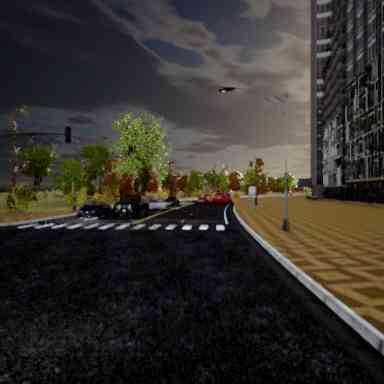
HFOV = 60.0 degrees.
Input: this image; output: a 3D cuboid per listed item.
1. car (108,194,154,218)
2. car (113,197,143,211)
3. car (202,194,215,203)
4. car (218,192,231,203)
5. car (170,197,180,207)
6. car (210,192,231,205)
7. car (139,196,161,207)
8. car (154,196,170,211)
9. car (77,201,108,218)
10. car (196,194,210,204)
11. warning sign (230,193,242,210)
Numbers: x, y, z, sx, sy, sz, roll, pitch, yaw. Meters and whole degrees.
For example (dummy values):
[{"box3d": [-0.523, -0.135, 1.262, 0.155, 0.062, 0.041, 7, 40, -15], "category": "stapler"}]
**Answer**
[{"box3d": [-5.262, 1.160, 29.659, 2.150, 2.045, 5.566, 0, 0, 5], "category": "car"}, {"box3d": [-7.535, 1.409, 39.779, 2.128, 1.511, 4.902, 0, 0, 7], "category": "car"}, {"box3d": [3.530, 1.241, 68.973, 2.097, 1.767, 4.553, 0, 0, 12], "category": "car"}, {"box3d": [6.839, 1.116, 68.961, 2.150, 2.045, 5.566, 0, 0, 12], "category": "car"}, {"box3d": [-2.991, 1.433, 49.778, 1.812, 1.442, 4.674, 0, 0, 8], "category": "car"}, {"box3d": [5.082, 1.126, 58.594, 2.150, 2.045, 5.566, 0, 0, 10], "category": "car"}, {"box3d": [-6.240, 1.394, 50.037, 2.128, 1.511, 4.902, 0, 0, 8], "category": "car"}, {"box3d": [-4.295, 1.523, 39.530, 1.895, 1.301, 4.718, 0, 0, 7], "category": "car"}, {"box3d": [-8.528, 1.499, 29.502, 1.994, 1.385, 4.181, 0, 0, 5], "category": "car"}, {"box3d": [1.924, 1.462, 59.596, 1.994, 1.385, 4.181, 0, 0, 10], "category": "car"}, {"box3d": [4.849, 1.054, 36.684, 1.300, 1.860, 1.060, 0, 0, 6], "category": "warning sign"}]
